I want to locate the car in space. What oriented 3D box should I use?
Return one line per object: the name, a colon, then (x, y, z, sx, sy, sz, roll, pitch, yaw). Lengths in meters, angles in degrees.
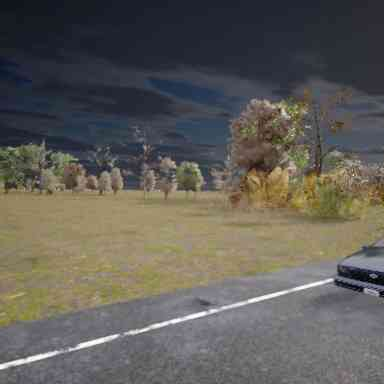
car: (5.675, 1.573, 8.037, 5.357, 1.411, 2.033, 0, 0, -35)
